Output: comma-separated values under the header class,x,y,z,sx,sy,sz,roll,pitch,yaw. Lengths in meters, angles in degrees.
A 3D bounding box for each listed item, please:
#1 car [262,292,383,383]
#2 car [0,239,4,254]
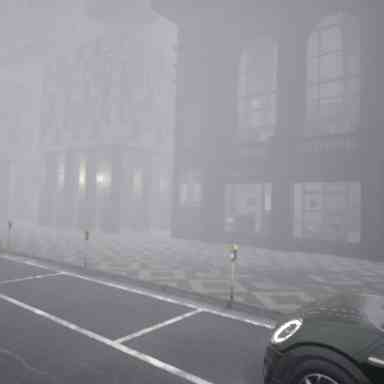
class,x,y,z,sx,sy,sz,roll,pitch,yaw
car,3.023,1.600,3.218,4.553,1.767,2.097,0,-3,38
car,-9.220,1.839,13.203,4.829,1.417,1.752,0,-3,38
